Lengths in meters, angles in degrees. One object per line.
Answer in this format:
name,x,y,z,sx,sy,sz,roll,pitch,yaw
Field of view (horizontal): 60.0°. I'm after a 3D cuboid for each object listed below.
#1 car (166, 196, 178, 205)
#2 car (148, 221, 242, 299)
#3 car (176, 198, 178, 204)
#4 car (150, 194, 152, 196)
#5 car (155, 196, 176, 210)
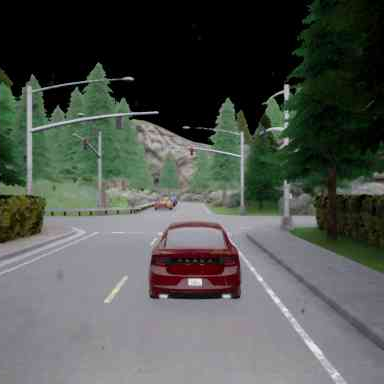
car,-3.751,1.478,61.905,1.882,1.535,5.008,0,0,-6
car,0.075,1.478,8.490,1.882,1.535,5.008,0,0,0
car,-3.534,1.478,51.731,1.882,1.535,5.008,0,0,0
car,-10.937,1.355,79.637,4.553,1.767,2.097,0,0,24
car,-3.554,1.352,42.594,2.097,1.767,4.553,0,0,0
